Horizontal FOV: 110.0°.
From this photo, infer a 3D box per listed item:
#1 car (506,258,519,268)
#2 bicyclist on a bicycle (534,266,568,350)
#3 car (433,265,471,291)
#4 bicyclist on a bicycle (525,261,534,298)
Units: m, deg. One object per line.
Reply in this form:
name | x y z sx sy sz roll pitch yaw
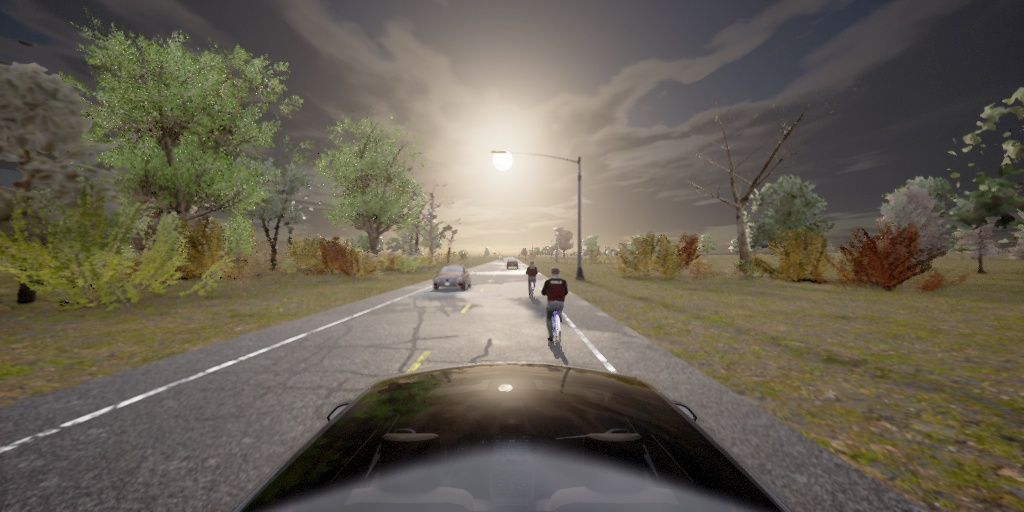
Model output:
car | 0.082 1.214 59.310 1.882 1.535 5.008 0 0 0
bicyclist on a bicycle | 0.960 1.121 8.156 0.659 1.776 1.843 0 0 0
car | -3.593 1.274 22.195 1.812 1.442 4.674 0 0 0
bicyclist on a bicycle | 0.958 1.120 17.365 0.659 1.776 1.843 0 0 0
